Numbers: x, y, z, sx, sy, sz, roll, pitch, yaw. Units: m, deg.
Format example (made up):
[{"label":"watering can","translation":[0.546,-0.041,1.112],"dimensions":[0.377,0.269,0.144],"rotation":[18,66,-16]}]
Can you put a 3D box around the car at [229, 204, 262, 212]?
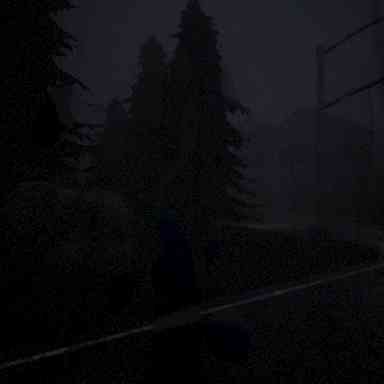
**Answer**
[{"label":"car","translation":[3.212,1.466,24.963],"dimensions":[1.837,1.490,4.892],"rotation":[0,0,-35]}]
